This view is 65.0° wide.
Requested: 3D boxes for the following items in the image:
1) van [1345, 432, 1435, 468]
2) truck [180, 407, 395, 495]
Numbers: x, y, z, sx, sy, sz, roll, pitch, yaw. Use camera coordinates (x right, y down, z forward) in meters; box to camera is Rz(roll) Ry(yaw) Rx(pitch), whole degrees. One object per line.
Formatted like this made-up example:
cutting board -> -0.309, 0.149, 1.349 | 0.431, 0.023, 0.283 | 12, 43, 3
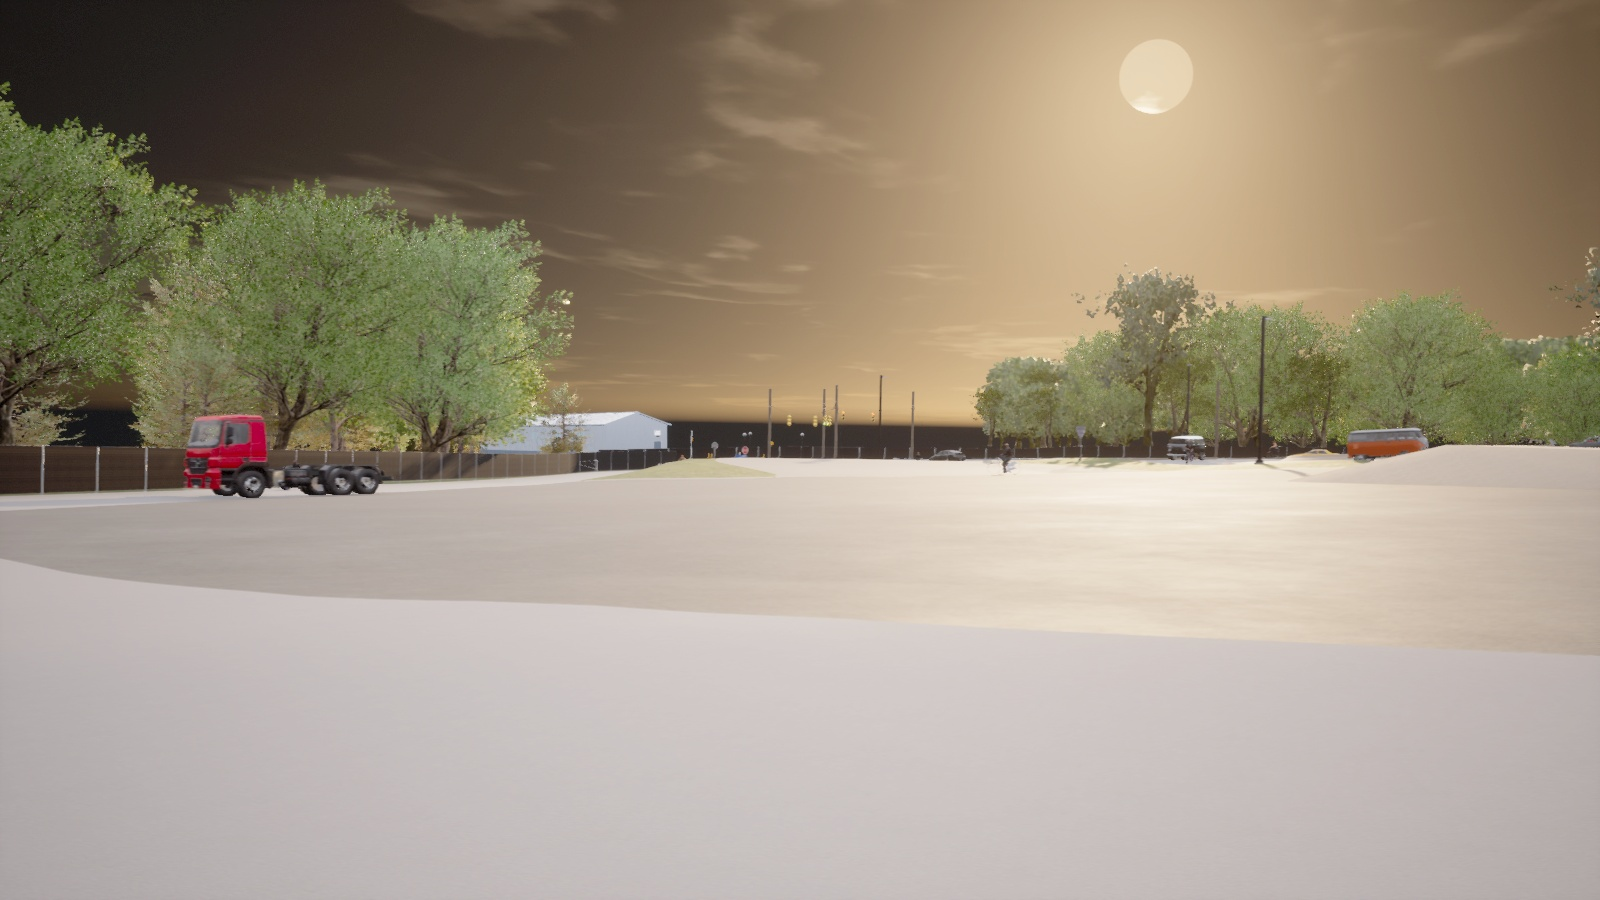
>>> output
van -> 34.768, 0.011, 74.105 | 4.442, 1.987, 1.775 | -2, -1, 43
truck -> -21.493, 0.069, 53.086 | 2.891, 3.462, 7.936 | 0, -1, 42
